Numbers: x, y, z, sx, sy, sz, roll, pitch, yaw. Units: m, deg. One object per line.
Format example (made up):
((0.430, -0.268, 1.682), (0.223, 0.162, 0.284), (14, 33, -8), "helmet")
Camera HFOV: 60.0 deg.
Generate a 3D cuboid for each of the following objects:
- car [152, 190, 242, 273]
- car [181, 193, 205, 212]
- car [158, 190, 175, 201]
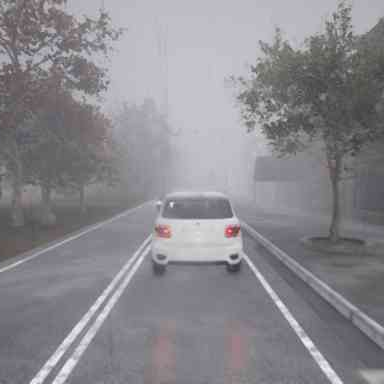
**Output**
((0.082, 0.951, 9.852), (2.150, 2.045, 5.566), (0, 2, -1), "car")
((0.078, 0.835, 28.616), (1.895, 1.301, 4.718), (0, 2, 0), "car")
((-3.347, 0.416, 44.470), (1.895, 1.301, 4.718), (0, 2, 0), "car")
